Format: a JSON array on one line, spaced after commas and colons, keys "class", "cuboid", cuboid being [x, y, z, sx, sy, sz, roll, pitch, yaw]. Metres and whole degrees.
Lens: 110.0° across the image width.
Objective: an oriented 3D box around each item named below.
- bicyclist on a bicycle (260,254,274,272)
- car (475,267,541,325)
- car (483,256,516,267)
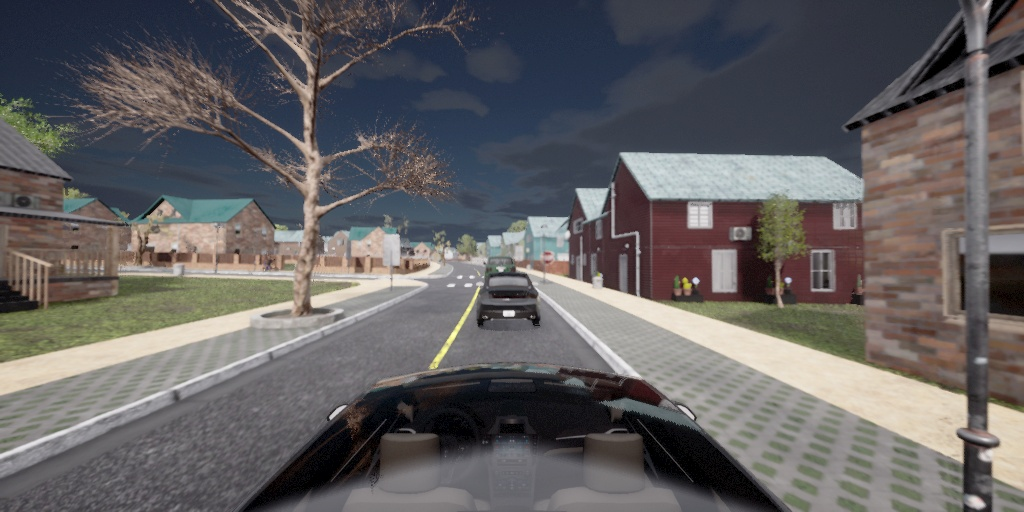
[{"class": "bicyclist on a bicycle", "cuboid": [-22.751, 0.662, 33.302, 0.582, 1.620, 1.656, 1, 0, 6]}, {"class": "car", "cuboid": [-0.143, 1.264, 11.816, 1.837, 1.490, 4.892, 0, 0, -2]}, {"class": "car", "cuboid": [-0.868, 0.996, 25.516, 2.150, 2.045, 5.566, 0, 0, -4]}]
